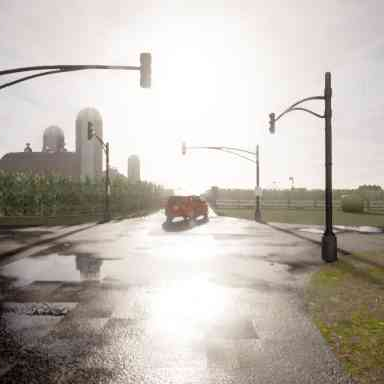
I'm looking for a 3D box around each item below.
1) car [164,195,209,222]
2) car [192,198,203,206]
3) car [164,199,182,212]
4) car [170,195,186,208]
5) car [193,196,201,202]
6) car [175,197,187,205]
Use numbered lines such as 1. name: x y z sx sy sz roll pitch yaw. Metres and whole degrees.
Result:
1. car: -0.320 1.245 26.664 2.150 2.045 5.566 1 0 18
2. car: 0.950 1.668 57.656 1.895 1.301 4.718 0 0 1
3. car: -2.197 1.564 40.094 1.812 1.442 4.674 0 0 1
4. car: -2.086 1.405 49.921 2.097 1.767 4.553 0 0 1
5. car: 1.093 1.723 80.184 1.895 1.301 4.718 0 0 1
6. car: -1.951 1.620 60.102 2.033 1.411 5.357 0 0 1
